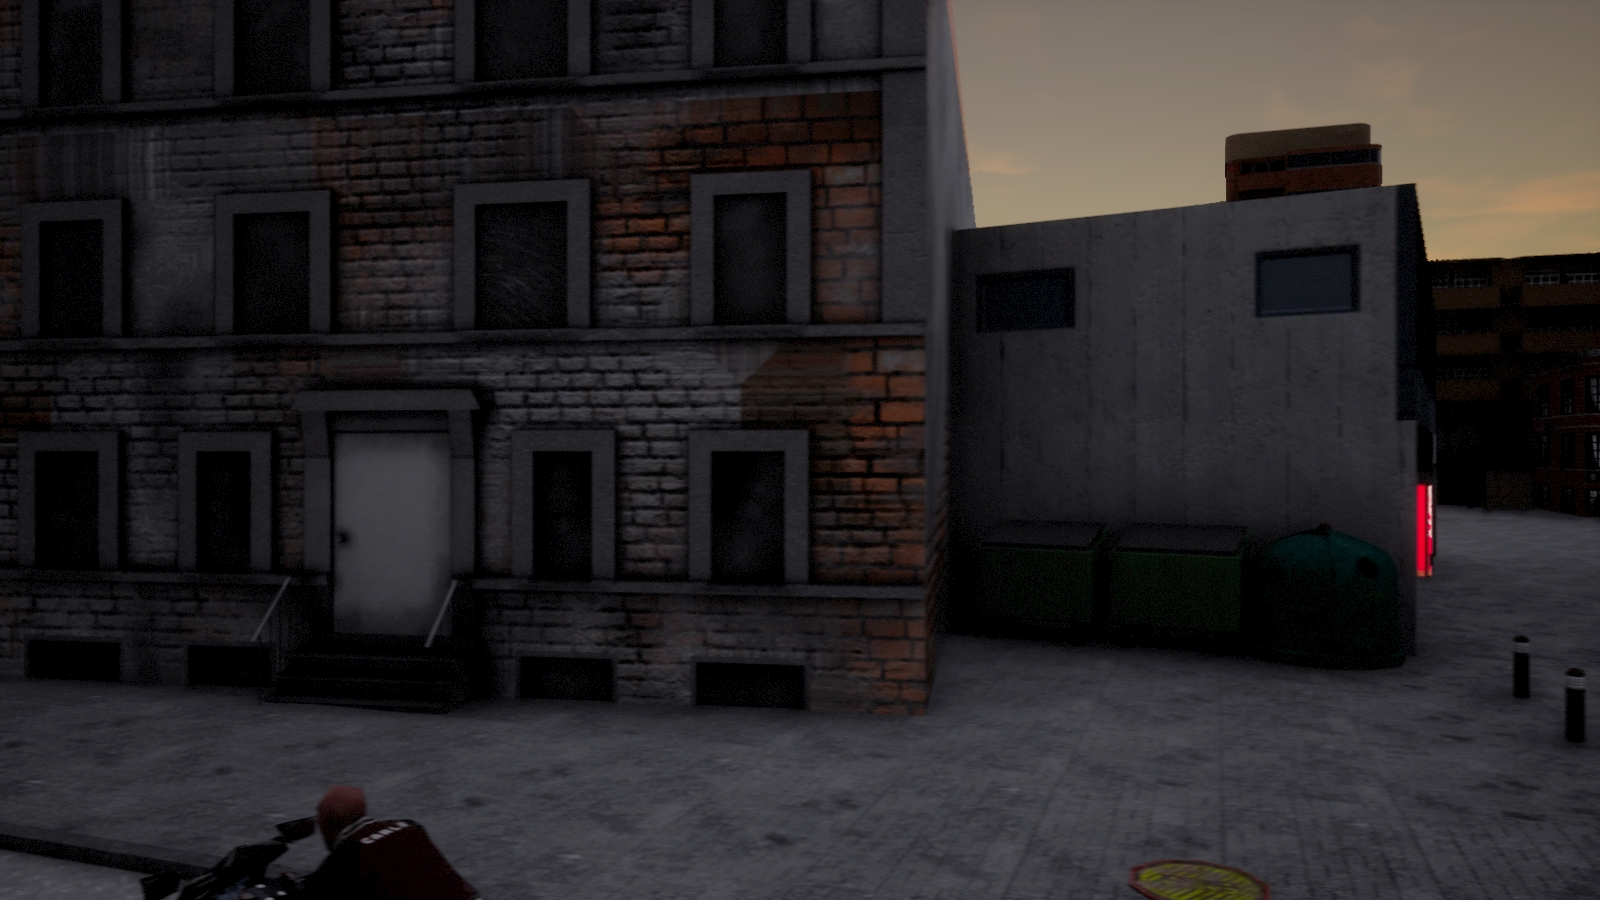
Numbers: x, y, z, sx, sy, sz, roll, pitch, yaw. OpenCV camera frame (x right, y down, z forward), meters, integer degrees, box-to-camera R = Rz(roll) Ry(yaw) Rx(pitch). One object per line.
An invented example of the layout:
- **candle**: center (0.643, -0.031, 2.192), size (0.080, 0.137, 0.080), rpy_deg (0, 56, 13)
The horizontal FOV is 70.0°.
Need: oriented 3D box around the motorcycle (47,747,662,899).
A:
- **motorcycle**: center (-1.729, 1.985, 4.456), size (2.209, 1.251, 0.867), rpy_deg (0, 0, 20)
